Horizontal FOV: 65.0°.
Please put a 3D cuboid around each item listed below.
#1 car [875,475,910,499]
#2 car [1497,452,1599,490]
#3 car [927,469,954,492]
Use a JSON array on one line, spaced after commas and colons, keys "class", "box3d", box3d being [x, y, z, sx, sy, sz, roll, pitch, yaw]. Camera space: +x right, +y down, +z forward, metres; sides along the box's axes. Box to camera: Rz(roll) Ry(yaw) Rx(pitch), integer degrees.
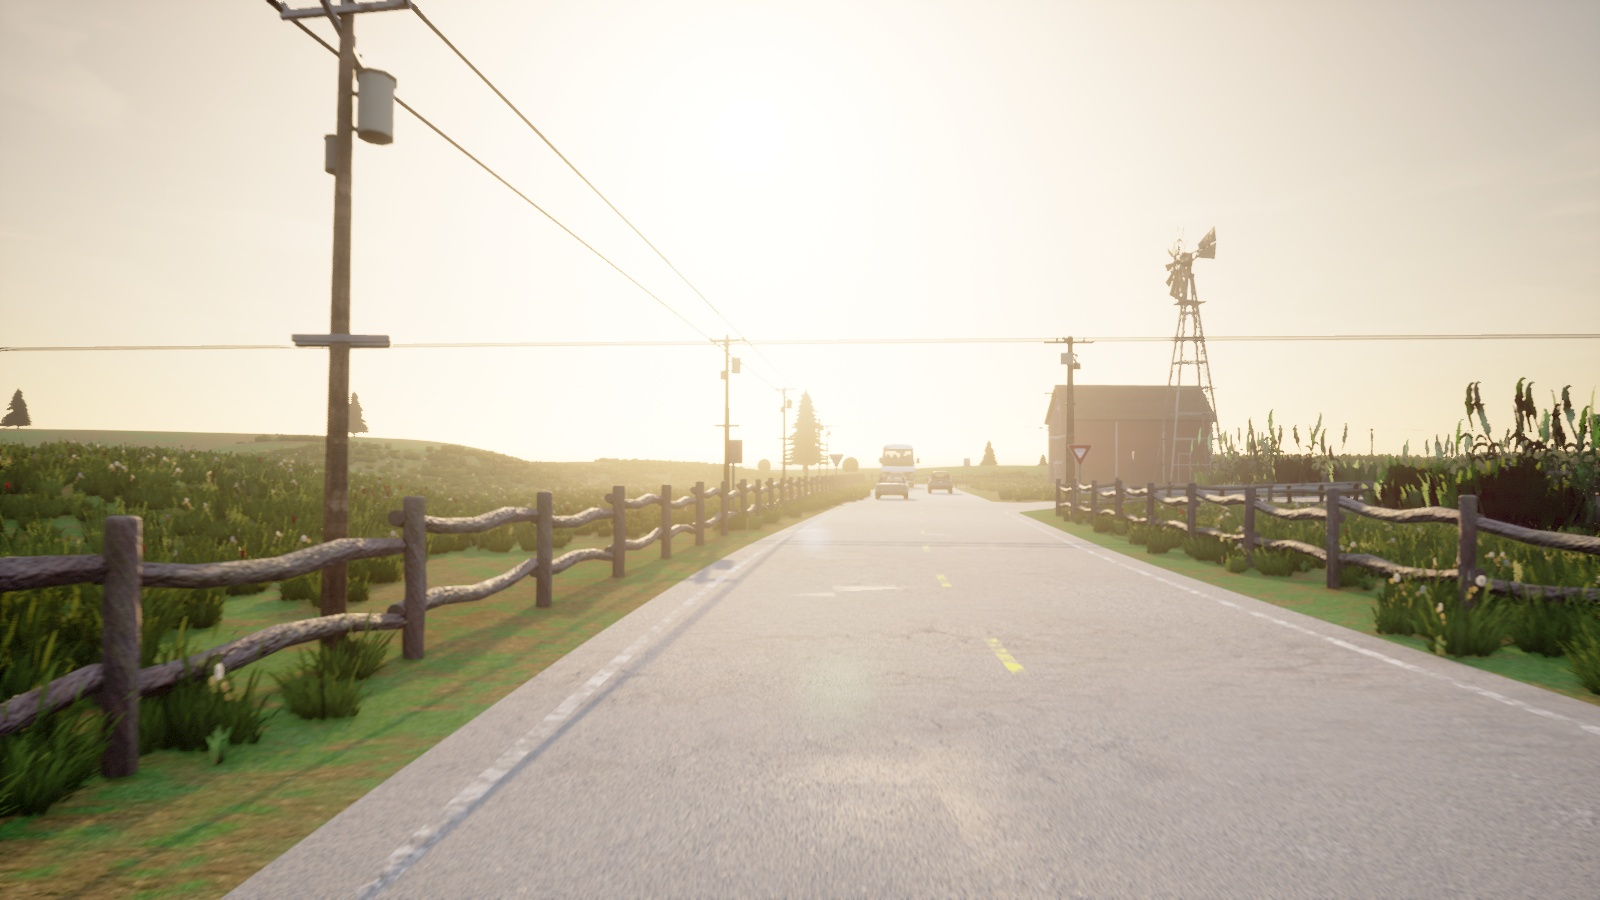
[{"class": "car", "box3d": [5.285, 2.093, 71.558, 1.895, 1.301, 4.718, 0, -1, 5]}, {"class": "car", "box3d": [32.588, 0.907, 54.416, 3.705, 1.549, 1.789, -1, -1, 7]}, {"class": "car", "box3d": [10.155, 2.194, 90.804, 1.851, 1.617, 3.988, 0, -1, 5]}]
